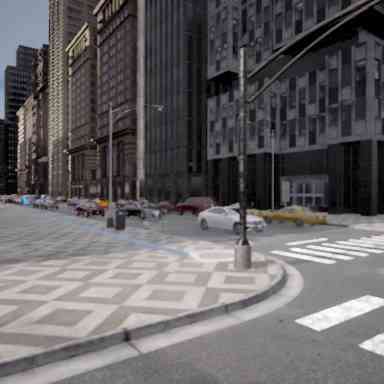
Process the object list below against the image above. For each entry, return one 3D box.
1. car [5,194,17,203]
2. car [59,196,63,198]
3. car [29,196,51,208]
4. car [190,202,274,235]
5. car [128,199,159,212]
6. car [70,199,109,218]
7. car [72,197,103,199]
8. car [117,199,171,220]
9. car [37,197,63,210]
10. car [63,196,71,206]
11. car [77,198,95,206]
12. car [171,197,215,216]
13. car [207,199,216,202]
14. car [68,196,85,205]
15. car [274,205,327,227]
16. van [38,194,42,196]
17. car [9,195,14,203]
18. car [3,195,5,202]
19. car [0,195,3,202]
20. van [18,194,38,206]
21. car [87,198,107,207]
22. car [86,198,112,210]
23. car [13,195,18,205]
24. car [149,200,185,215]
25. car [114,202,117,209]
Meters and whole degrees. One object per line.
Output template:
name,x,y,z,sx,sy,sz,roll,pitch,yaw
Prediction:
car,-38.862,1.526,72.737,2.192,1.841,5.009,0,0,-35
car,-28.675,1.661,73.103,1.967,1.590,4.097,0,0,-35
car,-22.673,1.709,49.877,1.802,1.307,4.206,0,0,-35
car,2.173,1.552,19.368,1.812,1.442,4.674,0,0,-37
car,-6.111,1.632,41.242,1.752,1.417,4.829,0,0,-35
car,-9.722,1.608,31.591,1.887,1.381,4.507,0,0,-35
car,-12.651,1.574,40.383,1.882,1.535,5.008,0,0,-35
car,-4.201,1.549,28.409,2.128,1.511,4.902,0,0,-35
car,-19.435,1.693,45.306,1.802,1.307,4.206,0,0,-35
car,-19.093,1.698,54.797,2.033,1.411,5.357,0,0,-35
car,-18.963,1.752,59.389,1.802,1.307,4.206,0,0,-35
car,0.462,1.391,31.961,2.192,1.841,5.009,0,0,-35
car,3.602,1.586,27.528,1.752,1.417,4.829,0,0,-35
car,-22.200,1.627,63.961,1.967,1.590,4.097,0,0,-35
car,6.839,1.571,22.956,1.752,1.417,4.829,0,0,-35
van,-38.388,1.615,86.818,1.690,1.788,3.998,0,0,-35
car,-35.623,1.776,68.164,1.802,1.307,4.206,0,0,-35
car,-42.099,1.810,77.308,1.802,1.307,4.206,0,0,-35
car,-45.337,1.686,81.879,1.967,1.590,4.097,0,0,-35
van,-29.149,1.501,59.021,1.690,1.788,3.998,0,0,-35
car,-15.725,1.720,54.818,1.947,1.339,4.313,0,0,-35
car,-13.038,1.599,46.335,1.882,1.535,5.008,0,0,-35
car,-32.288,1.701,63.454,1.752,1.417,4.829,0,0,-35
car,-2.775,1.636,36.532,1.887,1.381,4.507,0,0,-35
car,-9.250,1.673,45.675,2.008,1.369,4.403,0,0,-35
